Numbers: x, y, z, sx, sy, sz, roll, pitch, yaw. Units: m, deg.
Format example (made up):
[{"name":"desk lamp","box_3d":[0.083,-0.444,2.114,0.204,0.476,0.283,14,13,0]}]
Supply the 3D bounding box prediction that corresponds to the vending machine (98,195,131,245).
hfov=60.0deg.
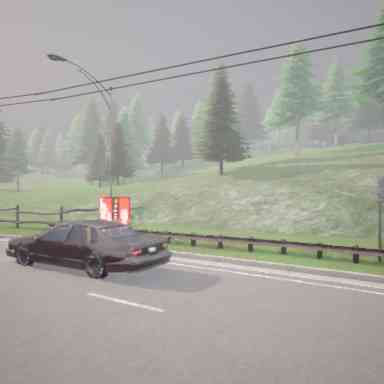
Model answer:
[{"name":"vending machine","box_3d":[-3.417,1.195,14.712,0.880,2.100,1.100,0,0,29]}]

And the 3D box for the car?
[{"name":"car","box_3d":[-3.199,1.547,9.928,5.357,1.411,2.033,0,0,30]}]
